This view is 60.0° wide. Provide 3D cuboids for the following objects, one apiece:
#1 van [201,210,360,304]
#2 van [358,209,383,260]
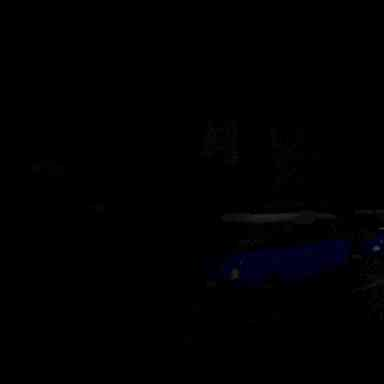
[{"bbox_3d":[2.107,1.405,8.032,3.998,1.788,1.690,1,-1,-35],"label":"van"},{"bbox_3d":[6.717,1.461,11.311,3.998,1.788,1.690,1,-1,-35],"label":"van"}]
